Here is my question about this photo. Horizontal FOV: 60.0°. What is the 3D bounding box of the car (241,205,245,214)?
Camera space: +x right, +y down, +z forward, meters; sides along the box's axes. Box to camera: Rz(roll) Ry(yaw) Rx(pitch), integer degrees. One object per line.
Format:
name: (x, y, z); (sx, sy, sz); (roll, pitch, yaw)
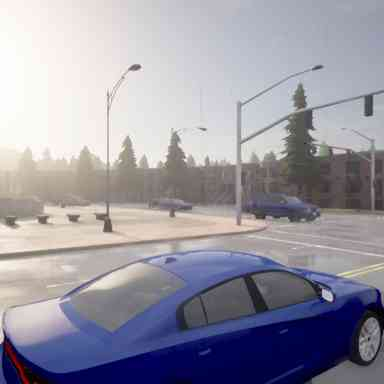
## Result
car: (6.659, 1.601, 32.526); (1.895, 1.301, 4.718); (0, 0, -36)

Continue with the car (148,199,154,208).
car: (-3.840, 1.478, 45.339); (5.008, 1.535, 1.882); (0, 0, 43)

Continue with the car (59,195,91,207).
car: (-17.366, 1.565, 50.302); (4.181, 1.385, 1.994); (0, 0, 24)

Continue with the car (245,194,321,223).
car: (7.134, 1.221, 25.931); (2.150, 2.045, 5.566); (0, 0, -36)

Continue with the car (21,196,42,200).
car: (-29.901, 1.505, 60.665); (4.892, 1.490, 1.837); (0, 0, 5)

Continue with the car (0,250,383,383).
car: (0.445, 1.478, 4.113); (5.008, 1.535, 1.882); (0, 0, -35)

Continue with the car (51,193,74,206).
car: (-20.792, 1.218, 55.526); (5.566, 2.045, 2.150); (0, 0, 17)

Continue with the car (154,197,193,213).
car: (-1.915, 1.477, 38.077); (1.882, 1.535, 5.008); (0, 0, -39)
